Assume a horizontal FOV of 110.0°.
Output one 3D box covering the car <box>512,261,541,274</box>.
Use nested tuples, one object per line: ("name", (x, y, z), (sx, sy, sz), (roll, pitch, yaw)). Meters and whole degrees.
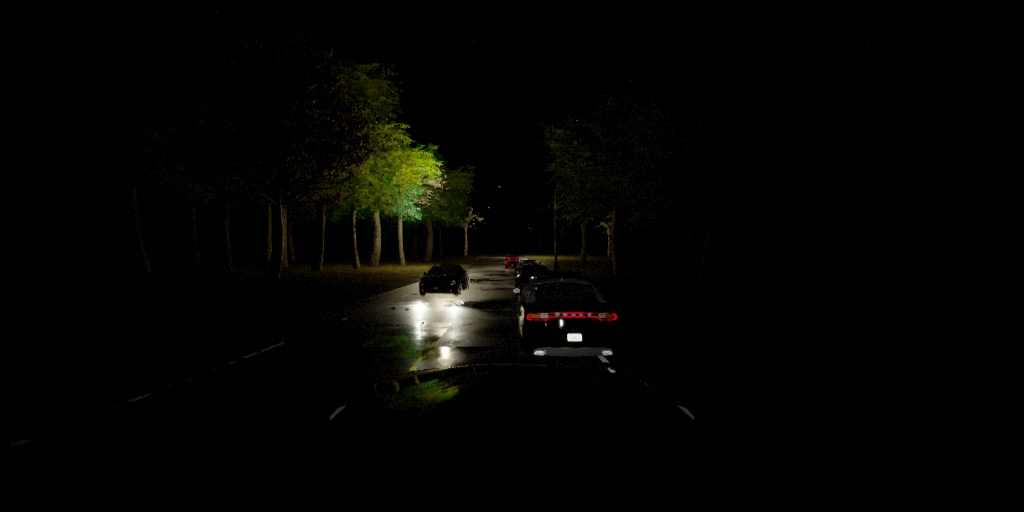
("car", (1.070, 1.199, 18.523), (1.837, 1.490, 4.892), (0, 0, 0))

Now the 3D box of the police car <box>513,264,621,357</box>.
("police car", (1.060, 1.166, 8.634), (1.930, 1.638, 5.238), (0, 0, 0))

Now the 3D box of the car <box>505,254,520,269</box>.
("car", (0.082, 0.899, 47.243), (1.812, 1.442, 4.674), (0, 1, 1))

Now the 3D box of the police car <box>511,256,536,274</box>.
("police car", (1.077, 1.068, 24.634), (1.930, 1.638, 5.238), (0, 0, 0))

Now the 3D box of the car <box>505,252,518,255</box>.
("car", (0.064, 0.290, 60.129), (2.150, 2.045, 5.566), (0, 2, 0))

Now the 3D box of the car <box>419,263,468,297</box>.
("car", (-3.477, 1.169, 18.839), (1.882, 1.535, 5.008), (0, 1, 0))
